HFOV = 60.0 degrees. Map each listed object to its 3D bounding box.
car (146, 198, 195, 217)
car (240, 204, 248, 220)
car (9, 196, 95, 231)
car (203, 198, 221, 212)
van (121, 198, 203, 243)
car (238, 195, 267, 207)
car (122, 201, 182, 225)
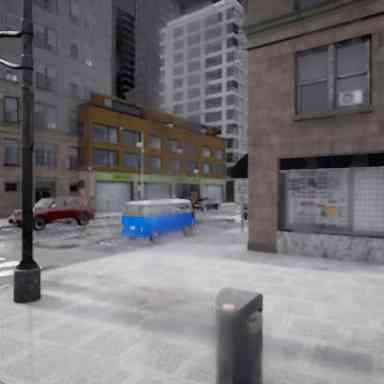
[{"bbox_3d":[-1.847,1.317,29.574,1.887,1.381,4.507,1,1,36],"label":"car"},{"bbox_3d":[5.093,1.335,24.622,2.008,1.369,4.403,1,1,36],"label":"car"},{"bbox_3d":[-8.361,1.224,20.438,2.192,1.841,5.009,1,1,36],"label":"car"},{"bbox_3d":[1.412,1.268,34.141,1.947,1.339,4.313,1,1,36],"label":"car"},{"bbox_3d":[-1.421,1.263,15.488,1.690,1.788,3.998,1,1,36],"label":"van"},{"bbox_3d":[7.927,1.129,43.272,1.947,1.339,4.313,1,1,36],"label":"car"},{"bbox_3d":[-2.756,1.404,23.731,1.994,1.385,4.181,0,1,36],"label":"car"}]
